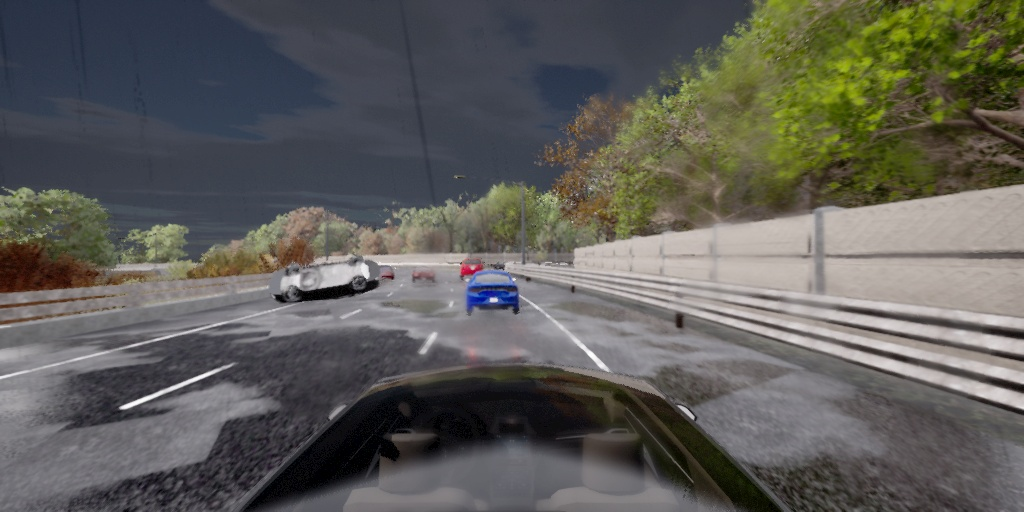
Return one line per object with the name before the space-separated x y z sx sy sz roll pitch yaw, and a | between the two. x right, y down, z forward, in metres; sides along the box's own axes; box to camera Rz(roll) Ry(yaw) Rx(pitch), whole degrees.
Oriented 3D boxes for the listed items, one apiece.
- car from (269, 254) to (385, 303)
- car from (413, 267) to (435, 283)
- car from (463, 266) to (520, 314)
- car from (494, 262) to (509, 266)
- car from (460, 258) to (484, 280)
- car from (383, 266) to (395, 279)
car | -9.123 1.315 17.864 4.902 1.511 2.128 -10 42 -20
car | -7.970 1.635 32.250 1.895 1.301 4.718 0 0 -15
car | -0.836 1.324 14.367 1.882 1.535 5.008 0 0 -6
car | -1.264 1.638 58.149 1.882 1.535 5.008 -1 -1 21
car | -3.914 1.241 35.194 2.150 2.045 5.566 -1 0 -8
car | -13.152 1.675 36.925 1.994 1.385 4.181 0 0 -19
